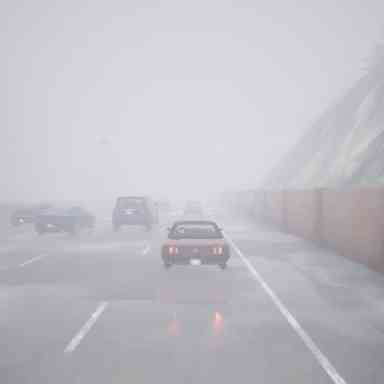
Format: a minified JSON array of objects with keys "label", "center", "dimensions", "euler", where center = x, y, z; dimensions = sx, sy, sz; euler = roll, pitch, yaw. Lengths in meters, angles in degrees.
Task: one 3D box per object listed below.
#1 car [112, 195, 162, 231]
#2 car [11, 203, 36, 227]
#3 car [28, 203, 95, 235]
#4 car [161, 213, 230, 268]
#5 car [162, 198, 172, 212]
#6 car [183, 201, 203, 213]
[{"label":"car","center":[-3.404,1.222,20.715],"dimensions":[2.150,2.045,5.566],"euler":[0,0,0]},{"label":"car","center":[-10.404,1.505,22.734],"dimensions":[1.837,1.490,4.892],"euler":[0,0,0]},{"label":"car","center":[-6.902,1.477,18.641],"dimensions":[1.882,1.535,5.008],"euler":[0,0,0]},{"label":"car","center":[0.097,1.601,11.205],"dimensions":[1.895,1.301,4.718],"euler":[0,0,0]},{"label":"car","center":[-3.407,1.478,39.492],"dimensions":[1.882,1.535,5.008],"euler":[0,0,0]},{"label":"car","center":[0.093,1.548,32.516],"dimensions":[2.033,1.411,5.357],"euler":[0,0,0]}]
